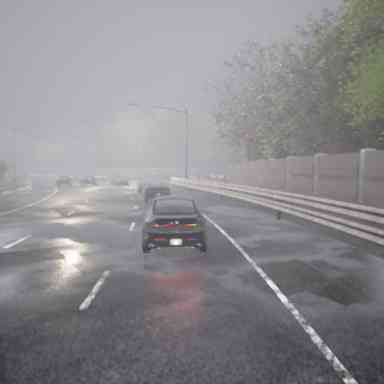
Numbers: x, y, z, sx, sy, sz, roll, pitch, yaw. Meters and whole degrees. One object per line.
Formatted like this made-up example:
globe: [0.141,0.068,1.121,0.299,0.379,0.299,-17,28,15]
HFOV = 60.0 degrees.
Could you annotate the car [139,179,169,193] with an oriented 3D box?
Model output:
car: [-2.836,-0.116,25.965,1.882,1.535,5.008,-1,3,-11]

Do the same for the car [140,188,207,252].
car: [-0.622,0.869,10.962,1.837,1.490,4.892,0,4,-5]

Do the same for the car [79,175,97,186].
car: [-16.745,-1.966,53.161,2.097,1.767,4.553,-2,4,-28]

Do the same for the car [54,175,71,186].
car: [-20.626,-1.948,52.952,2.097,1.767,4.553,-2,4,-29]

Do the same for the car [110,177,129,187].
car: [-10.748,-1.521,49.169,2.033,1.411,5.357,-2,4,-25]

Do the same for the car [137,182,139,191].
car: [-4.846,-0.693,35.774,1.812,1.442,4.674,-1,4,-12]
